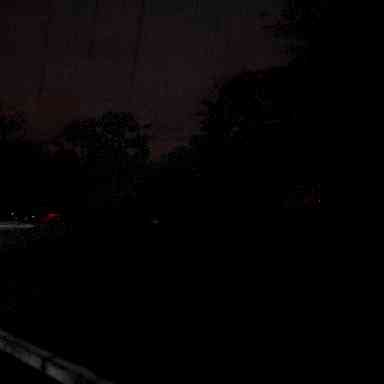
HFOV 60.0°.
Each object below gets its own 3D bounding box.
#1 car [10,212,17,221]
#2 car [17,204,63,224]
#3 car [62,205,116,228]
[{"bbox_3d":[-14.120,1.989,30.821,1.895,1.301,4.718,-1,-1,32],"label":"car"},{"bbox_3d":[-11.700,1.845,28.102,1.837,1.490,4.892,-1,0,32],"label":"car"},{"bbox_3d":[-6.201,1.739,23.517,2.128,1.511,4.902,-1,-1,32],"label":"car"}]
